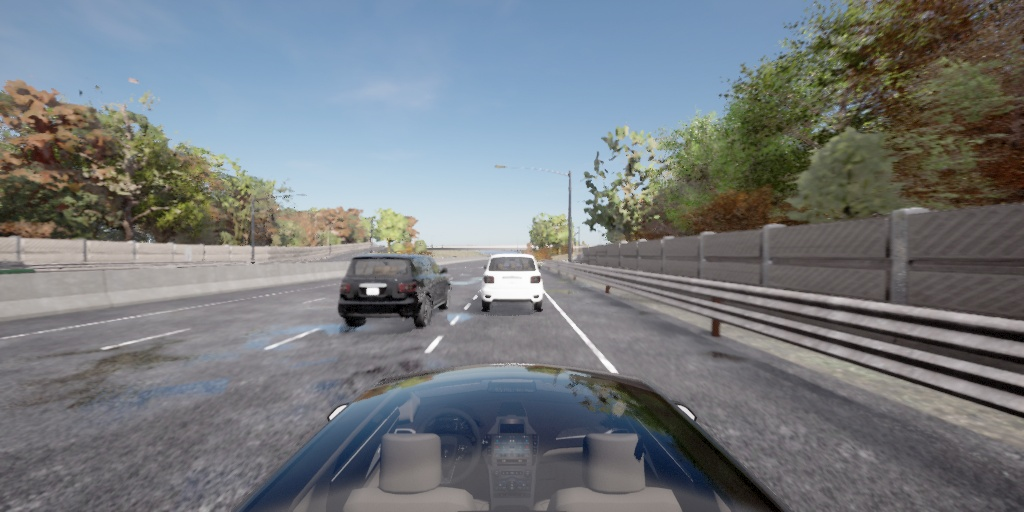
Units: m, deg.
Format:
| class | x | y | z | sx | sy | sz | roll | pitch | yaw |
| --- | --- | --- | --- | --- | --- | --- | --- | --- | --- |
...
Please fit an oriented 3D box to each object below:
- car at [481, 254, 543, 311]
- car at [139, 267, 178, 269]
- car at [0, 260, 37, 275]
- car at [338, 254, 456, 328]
| class | x | y | z | sx | sy | sz | roll | pitch | yaw |
| --- | --- | --- | --- | --- | --- | --- | --- | --- | --- |
| car | 0.006 | 0.946 | 14.424 | 2.150 | 2.045 | 5.566 | 0 | 0 | 0 |
| car | -21.084 | 1.316 | 21.029 | 1.895 | 1.301 | 4.718 | 0 | 0 | 0 |
| car | -31.579 | 1.068 | 21.129 | 2.097 | 1.767 | 4.553 | 0 | 0 | 0 |
| car | -3.396 | 0.951 | 11.436 | 2.150 | 2.045 | 5.566 | 0 | 0 | 0 |
